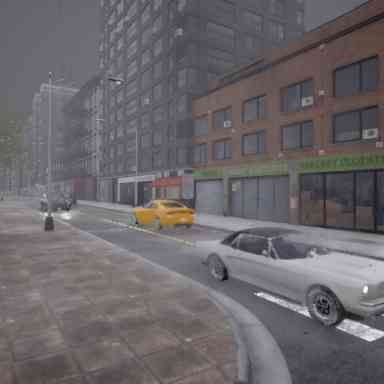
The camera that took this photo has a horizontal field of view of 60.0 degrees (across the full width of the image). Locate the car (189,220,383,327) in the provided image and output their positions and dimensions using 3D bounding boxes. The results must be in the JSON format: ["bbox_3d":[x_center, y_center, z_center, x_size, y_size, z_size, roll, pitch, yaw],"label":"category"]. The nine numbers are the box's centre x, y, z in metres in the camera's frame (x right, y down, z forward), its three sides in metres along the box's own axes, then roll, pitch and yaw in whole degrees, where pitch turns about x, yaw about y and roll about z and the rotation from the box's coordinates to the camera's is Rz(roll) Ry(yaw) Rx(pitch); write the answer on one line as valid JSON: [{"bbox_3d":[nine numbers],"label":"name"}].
[{"bbox_3d":[2.051,1.499,7.139,1.895,1.301,4.718,0,1,-32],"label":"car"}]

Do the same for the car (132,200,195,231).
[{"bbox_3d":[-1.756,1.198,18.735,1.882,1.535,5.008,0,1,-32],"label":"car"}]

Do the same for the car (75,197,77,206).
[{"bbox_3d":[-15.364,0.896,40.370,2.128,1.511,4.902,0,0,-32],"label":"car"}]

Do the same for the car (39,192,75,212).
[{"bbox_3d":[-12.535,0.843,30.358,2.097,1.767,4.553,0,1,-32],"label":"car"}]
